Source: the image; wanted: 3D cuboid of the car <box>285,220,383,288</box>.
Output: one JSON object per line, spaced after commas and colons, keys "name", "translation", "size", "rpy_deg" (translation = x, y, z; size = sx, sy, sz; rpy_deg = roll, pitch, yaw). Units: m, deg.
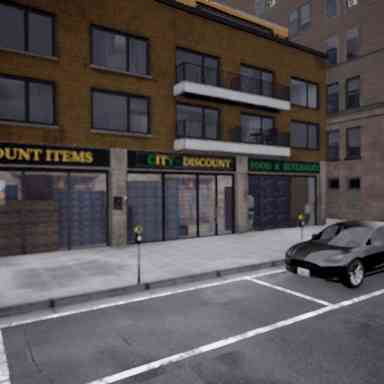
{"name": "car", "translation": [4.427, 1.471, 8.926], "size": [4.313, 1.339, 1.947], "rpy_deg": [-1, 1, -33]}
